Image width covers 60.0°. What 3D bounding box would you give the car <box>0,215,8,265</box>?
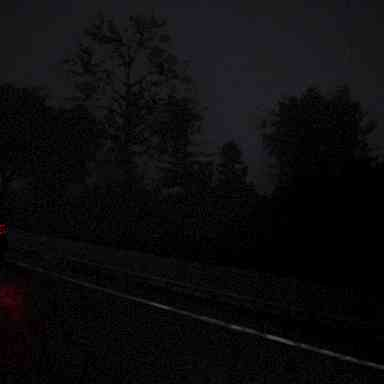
[{"bbox_3d":[-7.760,1.214,10.371,5.566,2.045,2.150,0,0,41],"label":"car"}]
